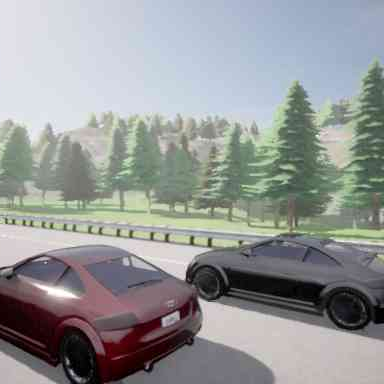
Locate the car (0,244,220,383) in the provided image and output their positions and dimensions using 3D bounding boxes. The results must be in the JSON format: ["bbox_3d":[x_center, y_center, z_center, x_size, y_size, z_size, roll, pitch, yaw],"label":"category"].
[{"bbox_3d":[-1.899,1.564,5.346,4.181,1.385,1.994,0,0,36],"label":"car"}]

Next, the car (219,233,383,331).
[{"bbox_3d":[1.908,1.564,6.929,4.181,1.385,1.994,0,0,35],"label":"car"}]
